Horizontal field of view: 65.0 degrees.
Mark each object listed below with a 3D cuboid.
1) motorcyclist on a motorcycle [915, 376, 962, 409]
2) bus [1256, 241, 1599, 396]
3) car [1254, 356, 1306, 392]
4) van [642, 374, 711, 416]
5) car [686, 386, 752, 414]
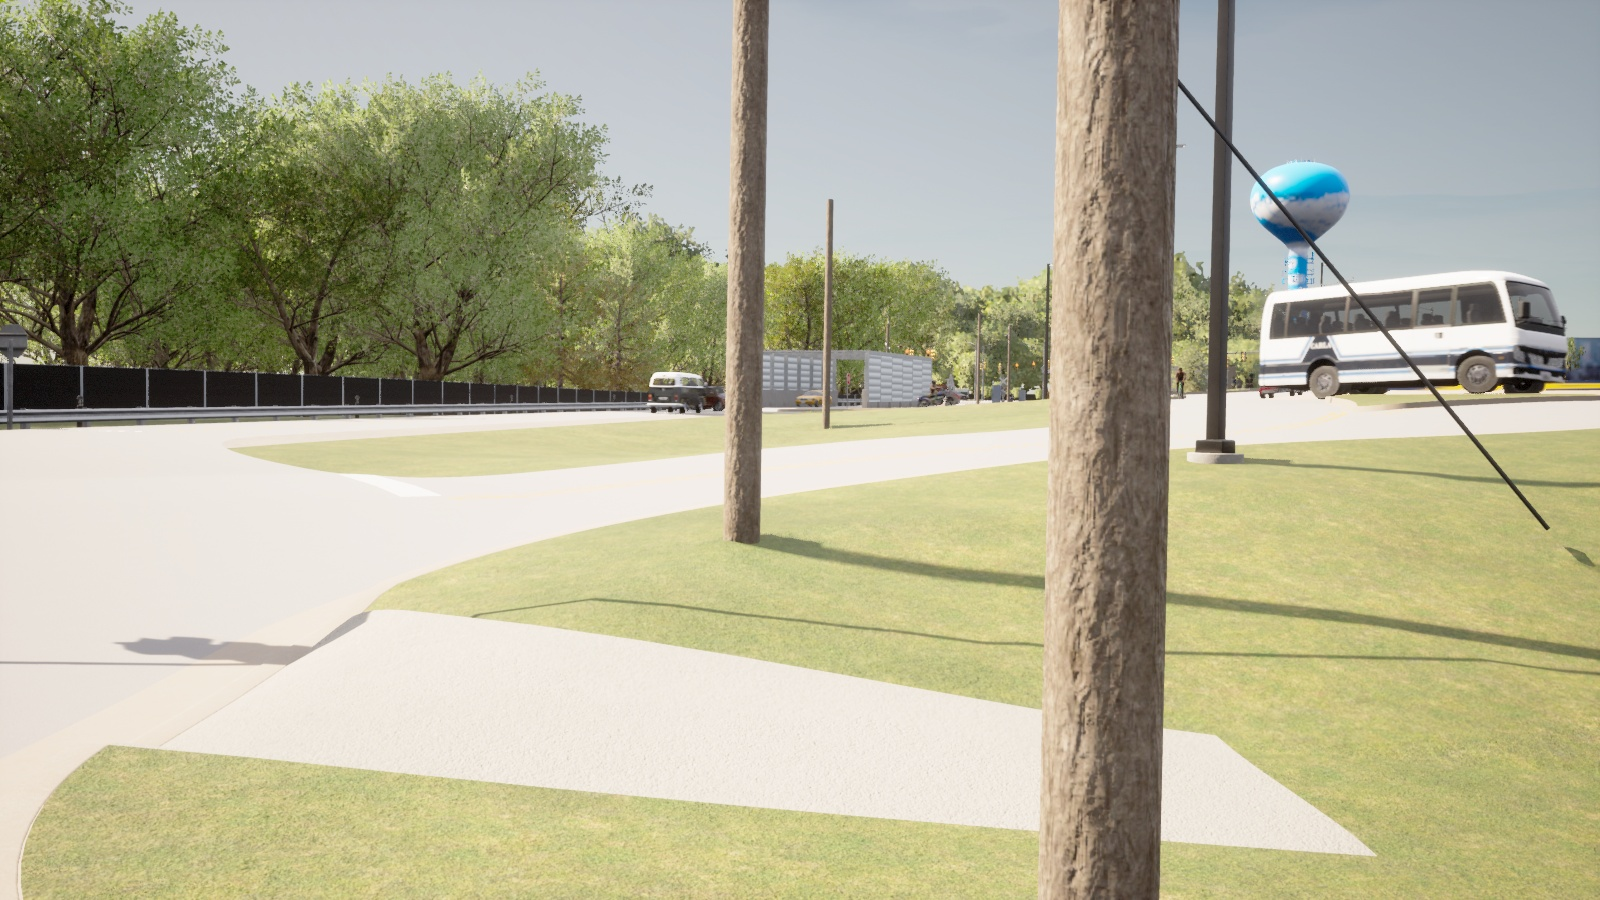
[{"bbox_3d":[7.582,-3.159,68.861,2.350,1.649,0.766,-3,2,29],"label":"motorcyclist on a motorcycle"},{"bbox_3d":[21.679,-4.294,44.162,3.944,4.253,10.273,2,-1,-32],"label":"bus"},{"bbox_3d":[24.912,-3.942,65.118,1.789,1.549,3.705,-7,0,30],"label":"car"},{"bbox_3d":[-6.146,-2.746,63.006,2.069,2.038,4.480,0,3,14],"label":"van"},{"bbox_3d":[-4.746,-2.900,73.249,1.816,1.474,4.193,-4,3,-36],"label":"car"}]
